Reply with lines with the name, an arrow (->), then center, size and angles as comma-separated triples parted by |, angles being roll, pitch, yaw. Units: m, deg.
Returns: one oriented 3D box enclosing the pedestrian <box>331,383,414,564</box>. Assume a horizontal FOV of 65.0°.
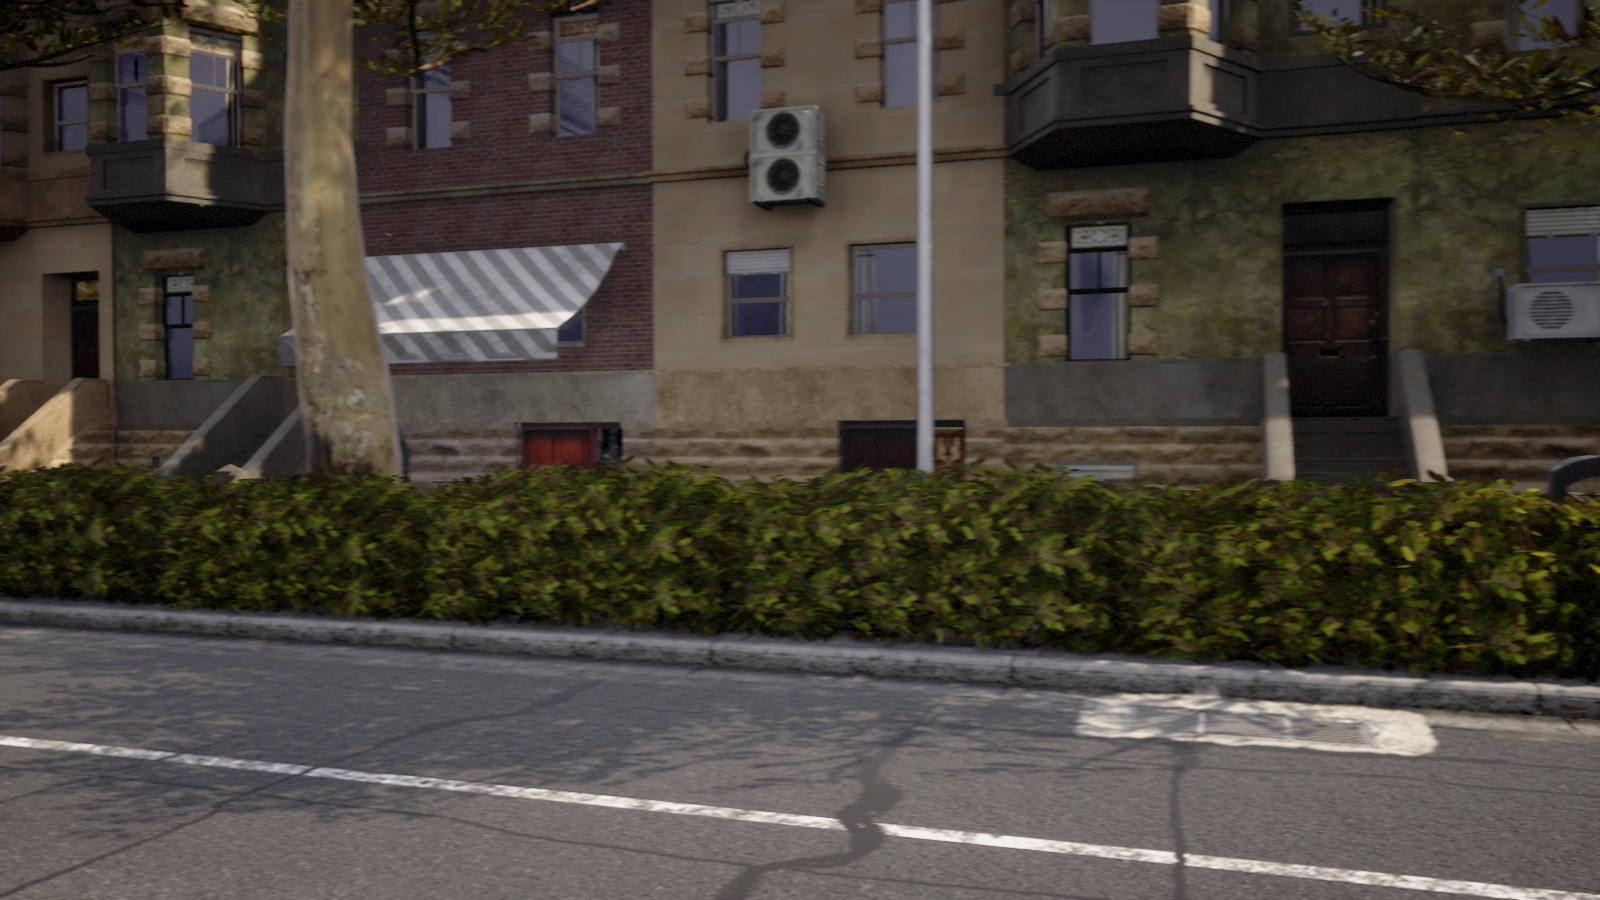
pedestrian -> -4.712, 0.244, 13.845 | 0.788, 1.949, 0.423 | 1, 1, 26
